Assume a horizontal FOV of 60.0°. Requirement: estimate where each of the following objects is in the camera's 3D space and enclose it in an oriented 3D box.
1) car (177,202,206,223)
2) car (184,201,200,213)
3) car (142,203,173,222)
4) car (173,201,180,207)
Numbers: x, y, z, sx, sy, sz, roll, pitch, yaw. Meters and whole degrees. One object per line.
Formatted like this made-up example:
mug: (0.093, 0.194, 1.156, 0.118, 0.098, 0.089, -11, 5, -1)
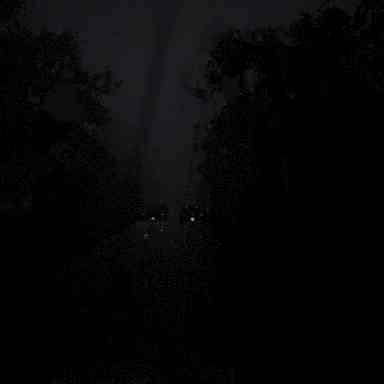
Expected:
car: (0.032, 1.662, 25.855, 1.895, 1.301, 4.718, 0, -1, 0)
car: (-0.060, 1.871, 41.936, 1.895, 1.301, 4.718, 0, -1, 0)
car: (-2.926, 1.624, 27.575, 2.033, 1.411, 5.357, 0, -1, 0)
car: (-3.154, 2.485, 69.801, 1.994, 1.385, 4.181, 0, -2, -1)
